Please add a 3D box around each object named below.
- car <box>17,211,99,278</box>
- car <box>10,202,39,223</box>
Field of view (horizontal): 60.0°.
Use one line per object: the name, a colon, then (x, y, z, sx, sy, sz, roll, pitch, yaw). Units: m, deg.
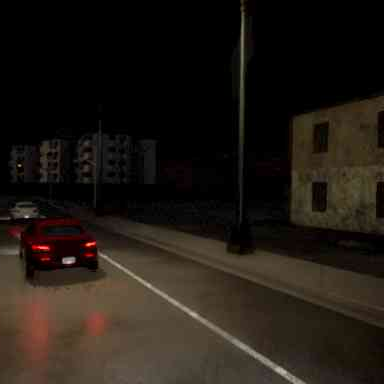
car: (-4.162, 1.511, 10.175, 1.812, 1.442, 4.674, 1, 0, -30)
car: (-12.470, 1.463, 24.814, 1.812, 1.442, 4.674, 1, 0, -30)
